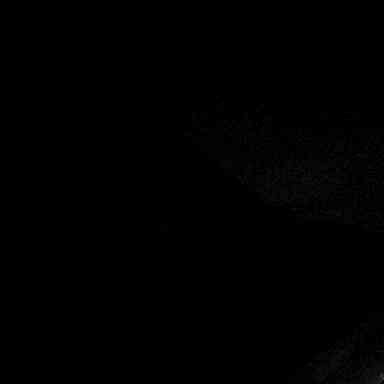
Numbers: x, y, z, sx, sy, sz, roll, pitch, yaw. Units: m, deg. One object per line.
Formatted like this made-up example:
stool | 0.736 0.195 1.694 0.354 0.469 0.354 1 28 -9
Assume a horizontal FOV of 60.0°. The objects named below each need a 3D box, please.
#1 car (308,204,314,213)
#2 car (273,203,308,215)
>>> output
car | 15.901 2.327 48.874 1.837 1.490 4.892 0 -2 -14
car | 13.215 2.349 45.891 2.033 1.411 5.357 -1 -1 -14
